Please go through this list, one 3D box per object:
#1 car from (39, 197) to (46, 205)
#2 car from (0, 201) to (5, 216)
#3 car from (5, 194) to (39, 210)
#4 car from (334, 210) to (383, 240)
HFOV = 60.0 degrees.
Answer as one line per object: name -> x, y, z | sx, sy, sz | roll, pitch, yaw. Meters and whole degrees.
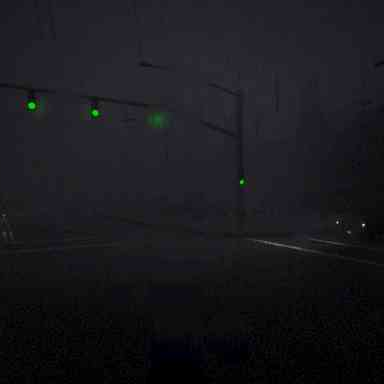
car -> -25.656, 1.540, 54.185 | 1.812, 1.442, 4.674 | 0, 0, 7
car -> -17.948, 1.477, 29.062 | 1.882, 1.535, 5.008 | 0, 0, -24
car -> -22.052, 1.222, 42.651 | 2.150, 2.045, 5.566 | 0, 0, -7
car -> 9.474, 1.601, 16.821 | 4.718, 1.301, 1.895 | 0, 0, -26
